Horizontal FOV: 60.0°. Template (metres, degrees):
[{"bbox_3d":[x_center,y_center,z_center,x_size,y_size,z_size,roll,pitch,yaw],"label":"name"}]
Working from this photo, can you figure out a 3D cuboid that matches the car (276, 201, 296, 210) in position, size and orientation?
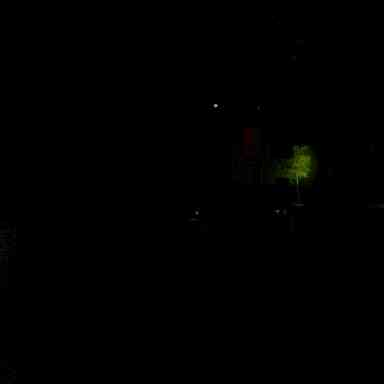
[{"bbox_3d":[14.444,2.074,51.266,1.994,1.385,4.181,-1,-1,36],"label":"car"}]

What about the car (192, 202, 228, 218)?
[{"bbox_3d":[1.905,1.790,33.951,2.128,1.511,4.902,-1,-1,36],"label":"car"}]
